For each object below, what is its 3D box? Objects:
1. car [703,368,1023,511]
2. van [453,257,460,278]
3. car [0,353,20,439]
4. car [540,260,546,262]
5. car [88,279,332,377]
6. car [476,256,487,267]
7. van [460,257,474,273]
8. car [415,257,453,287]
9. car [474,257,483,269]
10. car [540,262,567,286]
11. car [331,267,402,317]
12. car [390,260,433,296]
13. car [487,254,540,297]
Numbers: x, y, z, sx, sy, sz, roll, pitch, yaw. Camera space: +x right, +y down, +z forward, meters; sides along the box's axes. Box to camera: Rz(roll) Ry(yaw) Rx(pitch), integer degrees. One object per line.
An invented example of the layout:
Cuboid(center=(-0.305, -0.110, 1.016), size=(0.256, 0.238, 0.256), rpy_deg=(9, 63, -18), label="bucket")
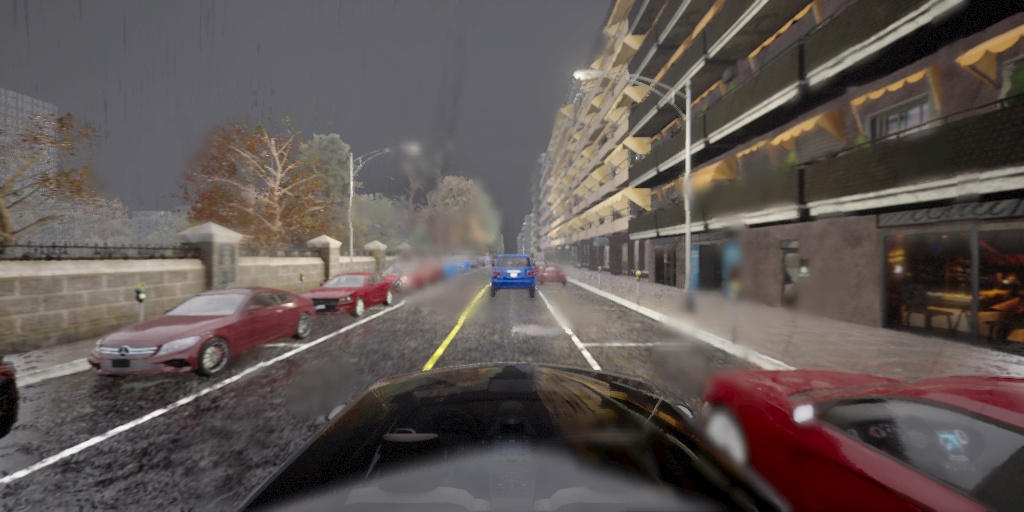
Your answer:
Cuboid(center=(2.693, 1.293, 1.694), size=(1.888, 1.381, 4.507), rpy_deg=(0, 0, 0), label="car")
Cuboid(center=(-5.703, 1.026, 29.838), size=(1.690, 1.789, 3.998), rpy_deg=(0, 0, 0), label="van")
Cuboid(center=(-5.687, 1.320, 1.690), size=(1.948, 1.339, 4.313), rpy_deg=(0, 0, 0), label="car")
Cuboid(center=(2.674, 1.109, 35.473), size=(1.967, 1.591, 4.097), rpy_deg=(0, 0, 0), label="car")
Cuboid(center=(-5.691, 1.317, 7.321), size=(1.802, 1.307, 4.207), rpy_deg=(0, 0, 0), label="car")
Cuboid(center=(-5.721, 0.943, 63.619), size=(2.192, 1.841, 5.009), rpy_deg=(0, 0, 0), label="car")
Cuboid(center=(-5.709, 1.005, 41.099), size=(1.690, 1.789, 3.998), rpy_deg=(0, 0, 0), label="van")
Cuboid(center=(-5.700, 1.011, 24.207), size=(2.192, 1.841, 5.009), rpy_deg=(0, 0, 0), label="car")
Cuboid(center=(-5.716, 1.210, 52.359), size=(1.948, 1.339, 4.313), rpy_deg=(0, 0, 0), label="car")
Cuboid(center=(2.681, 1.272, 24.212), size=(1.802, 1.307, 4.207), rpy_deg=(0, 0, 0), label="car")
Cuboid(center=(-5.693, 1.264, 12.948), size=(1.888, 1.381, 4.507), rpy_deg=(0, 0, 0), label="car")
Cuboid(center=(-5.696, 1.147, 18.576), size=(1.967, 1.591, 4.097), rpy_deg=(0, 0, 0), label="car")
Cuboid(center=(0.084, 0.926, 18.790), size=(2.150, 2.045, 5.566), rpy_deg=(0, 0, 0), label="car")
